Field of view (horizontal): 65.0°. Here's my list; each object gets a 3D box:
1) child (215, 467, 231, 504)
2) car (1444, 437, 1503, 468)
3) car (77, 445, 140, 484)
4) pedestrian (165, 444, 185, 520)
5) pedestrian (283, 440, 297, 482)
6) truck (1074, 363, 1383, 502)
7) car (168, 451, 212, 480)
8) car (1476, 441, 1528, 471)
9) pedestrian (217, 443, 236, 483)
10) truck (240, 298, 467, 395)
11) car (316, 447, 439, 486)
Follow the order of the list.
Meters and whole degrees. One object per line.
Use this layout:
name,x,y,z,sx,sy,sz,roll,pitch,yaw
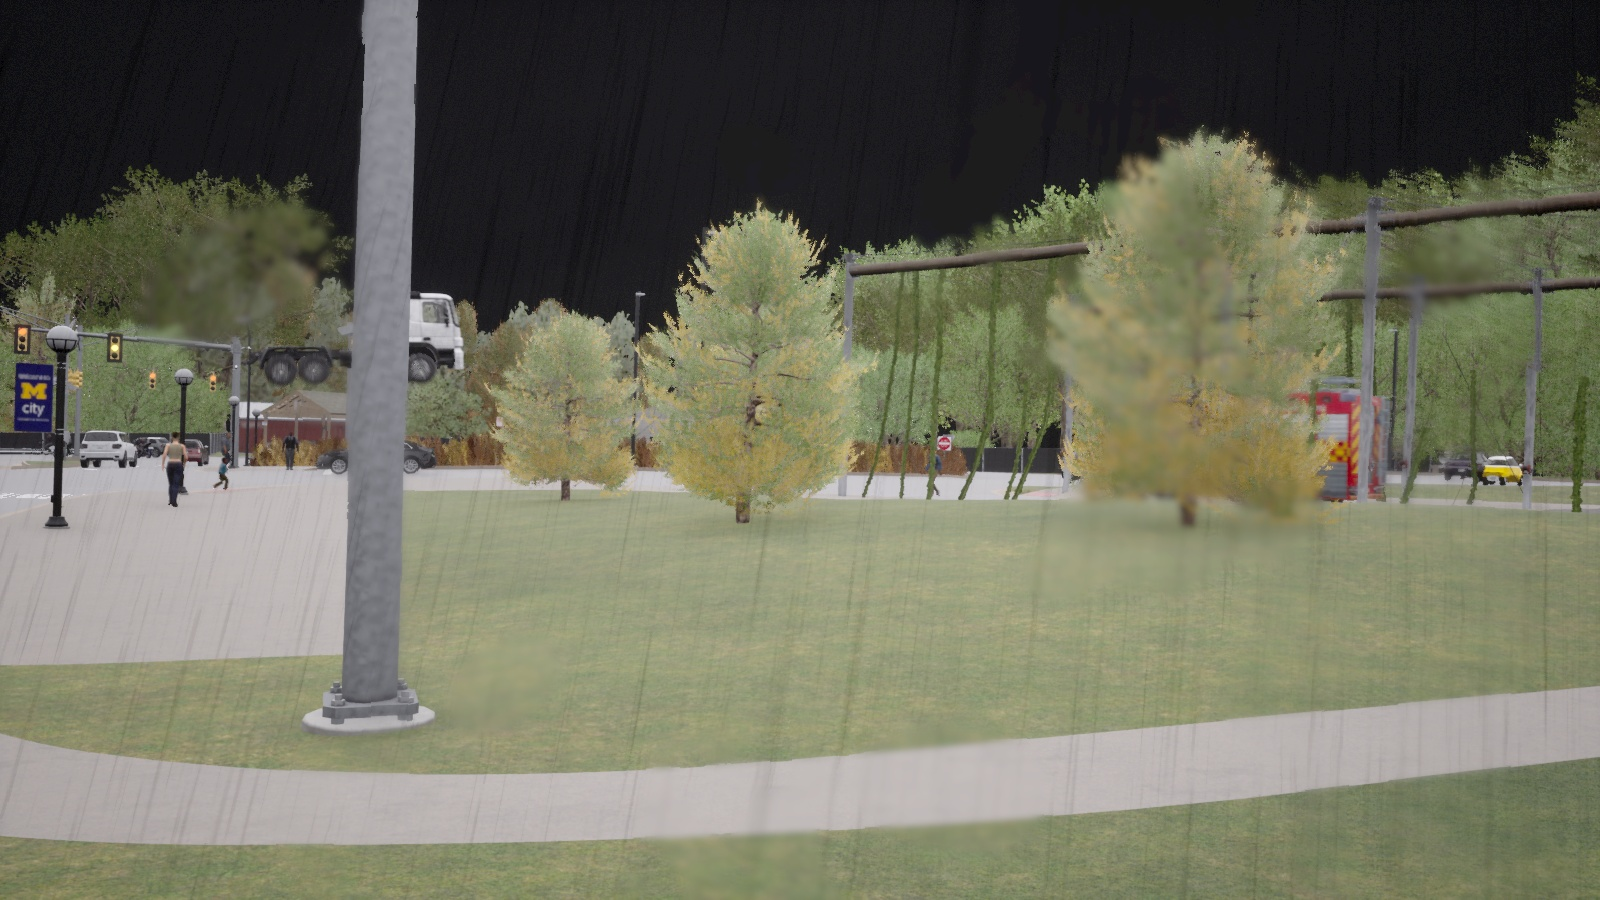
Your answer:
child,-18.958,1.166,41.243,0.448,1.192,0.343,0,0,-30
car,34.662,0.115,64.567,1.816,1.474,4.193,0,1,40
car,-38.547,0.799,70.137,2.150,2.045,5.566,-1,0,-19
pedestrian,-15.244,0.774,30.626,0.345,1.836,0.594,1,0,-20
pedestrian,-23.592,0.505,58.130,0.563,1.883,0.849,1,0,-21
truck,12.885,-0.421,38.430,8.468,3.827,2.891,-1,-1,43
car,-36.864,0.901,75.986,1.851,1.617,3.988,-1,1,-19
car,32.571,0.262,58.268,2.207,1.376,1.481,-1,1,-43
pedestrian,-26.791,0.615,58.669,0.694,1.848,0.540,1,0,-10
truck,-17.328,-4.058,48.912,7.936,3.462,2.891,-4,4,-22
car,-18.054,0.697,53.746,4.892,1.490,1.837,-1,1,-20
